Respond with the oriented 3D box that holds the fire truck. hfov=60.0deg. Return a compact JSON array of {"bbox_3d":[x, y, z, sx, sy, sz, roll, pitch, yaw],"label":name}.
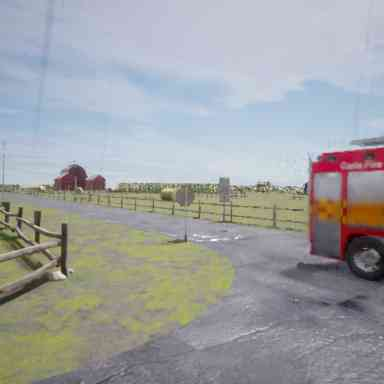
[{"bbox_3d":[6.920,0.370,7.129,2.891,3.827,8.468,0,1,-36],"label":"fire truck"}]
